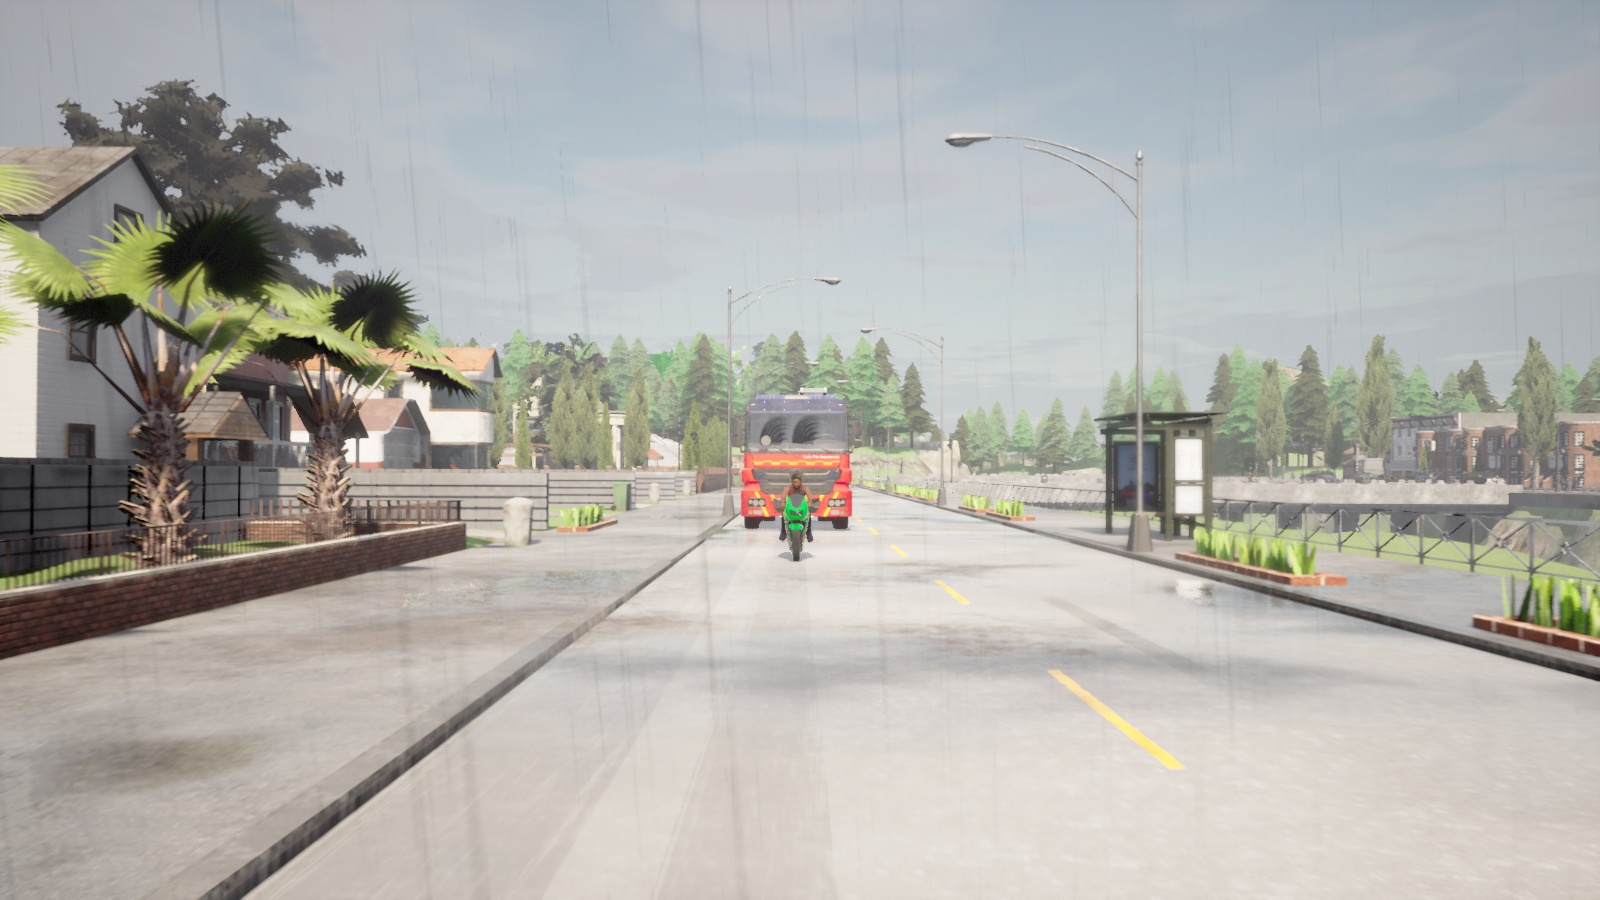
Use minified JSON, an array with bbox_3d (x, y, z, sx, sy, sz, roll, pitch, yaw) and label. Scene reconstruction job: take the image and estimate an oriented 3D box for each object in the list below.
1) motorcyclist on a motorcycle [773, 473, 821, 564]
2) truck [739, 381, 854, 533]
[{"bbox_3d":[-0.052,1.167,22.093,0.797,1.523,2.044,0,-1,0],"label":"motorcyclist on a motorcycle"},{"bbox_3d":[-0.089,0.252,35.960,2.891,3.827,8.468,0,-1,0],"label":"truck"}]
